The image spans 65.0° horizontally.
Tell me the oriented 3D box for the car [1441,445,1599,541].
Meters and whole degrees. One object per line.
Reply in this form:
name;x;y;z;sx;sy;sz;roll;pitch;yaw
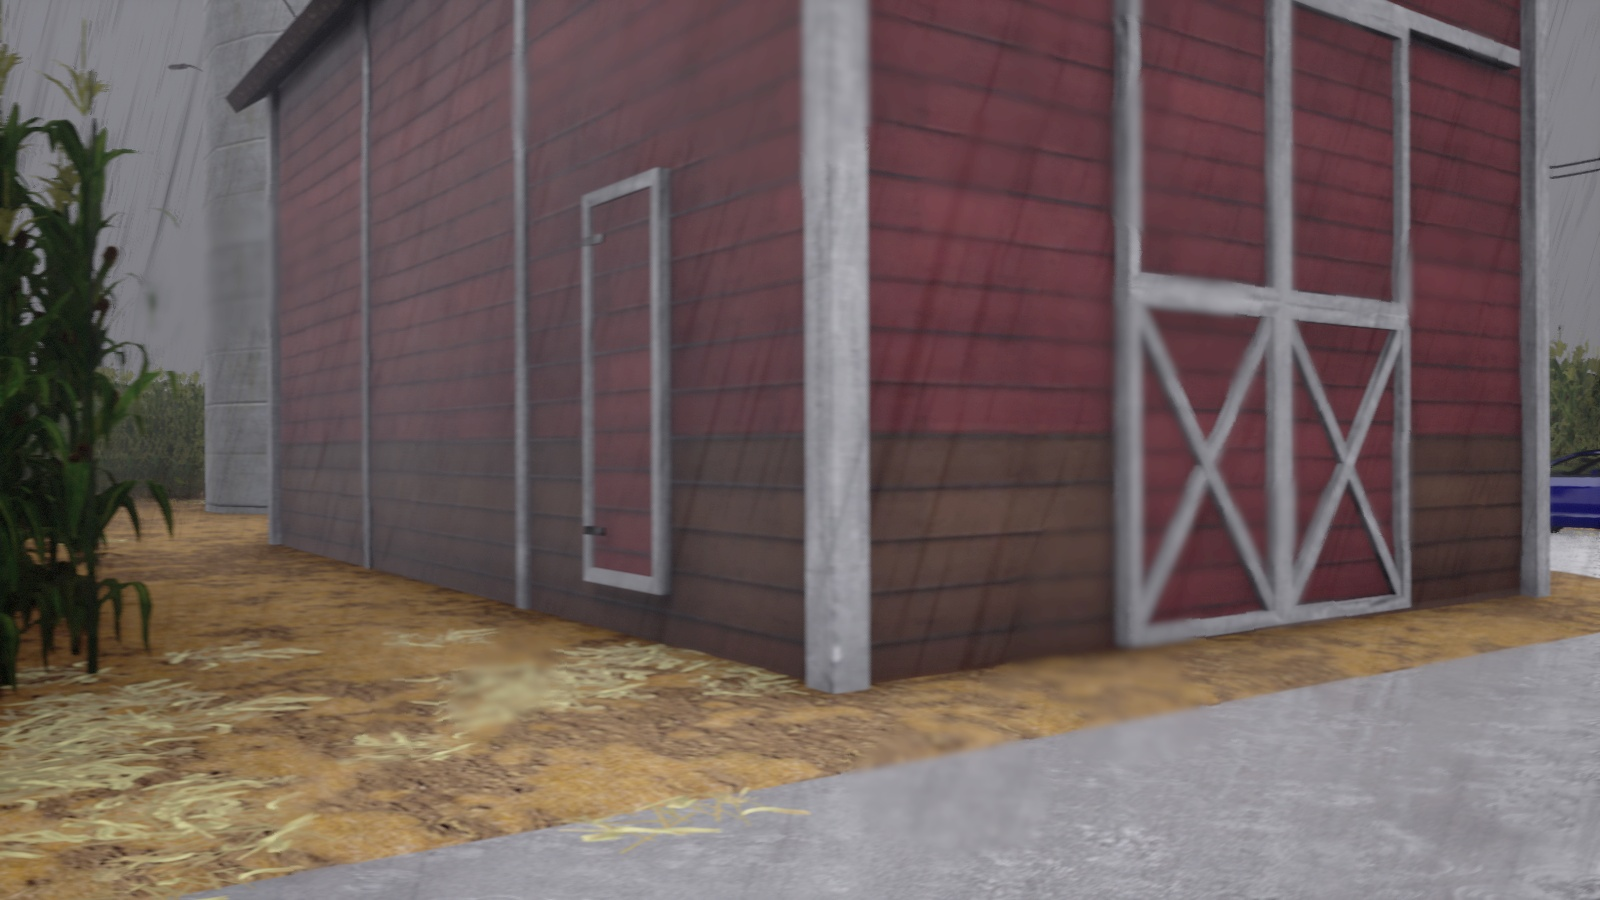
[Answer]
car;12.847;0.657;20.223;1.816;1.474;4.193;0;0;-28
